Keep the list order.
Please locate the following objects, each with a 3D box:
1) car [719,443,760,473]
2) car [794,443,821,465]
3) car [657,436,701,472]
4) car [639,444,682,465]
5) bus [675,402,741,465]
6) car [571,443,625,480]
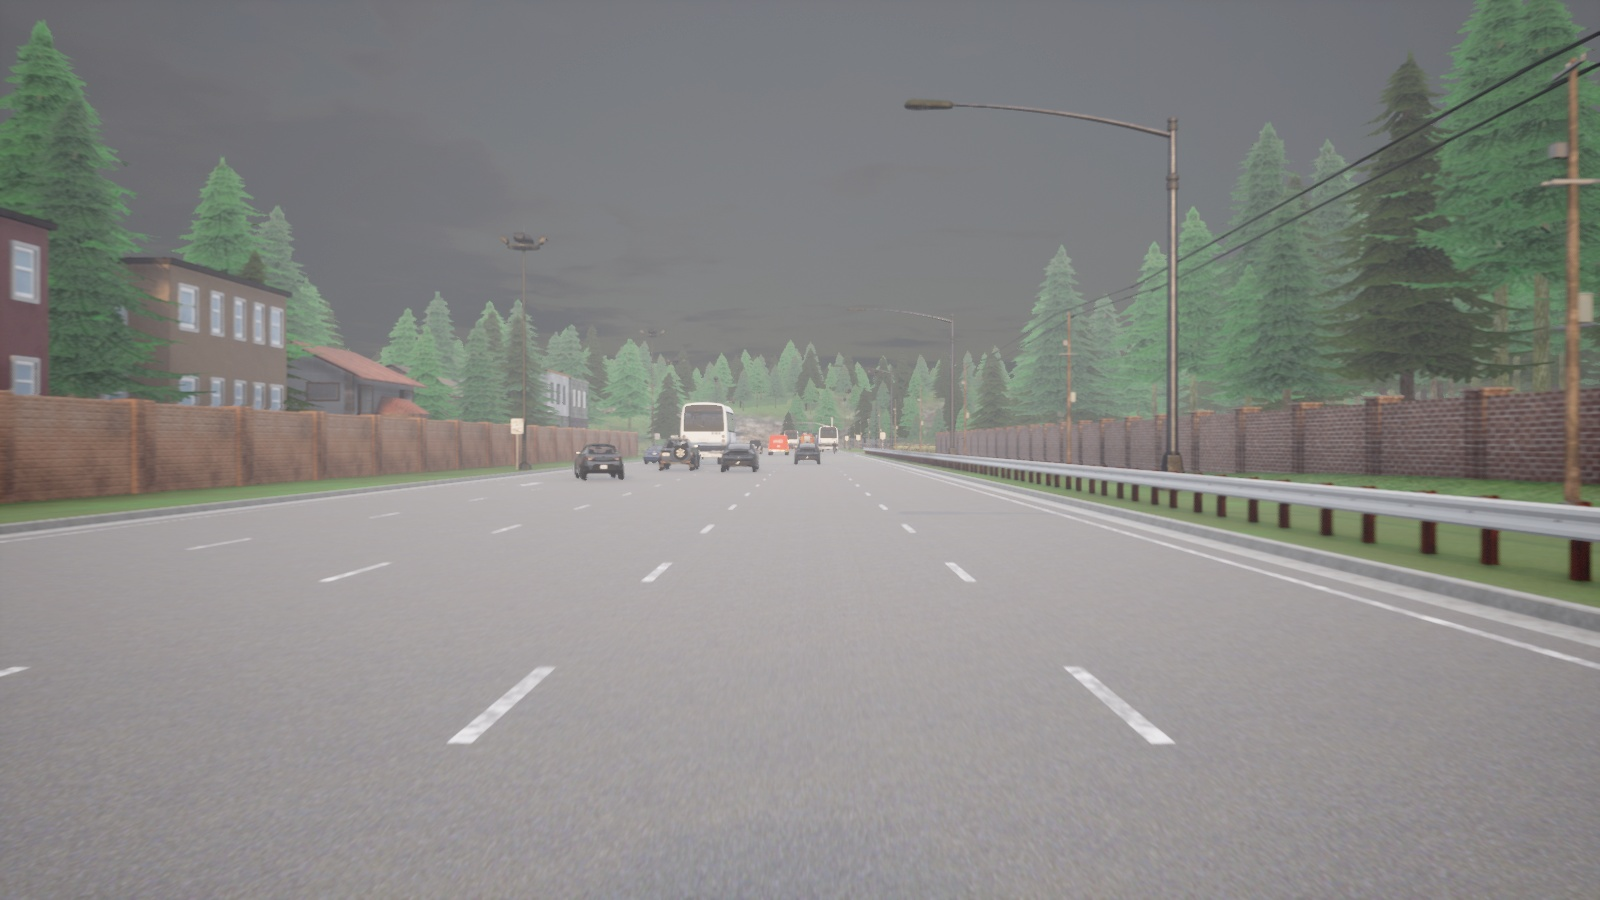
[{"bbox_3d":[-3.113,0.384,65.441,1.837,1.490,4.892,0,0,0],"label":"car"},{"bbox_3d":[0.516,0.260,88.325,1.837,1.490,4.892,0,0,0],"label":"car"},{"bbox_3d":[-6.596,0.178,68.725,1.932,1.855,4.605,0,1,0],"label":"car"},{"bbox_3d":[-9.866,0.288,89.308,2.033,1.411,5.357,0,0,5],"label":"car"},{"bbox_3d":[-6.473,-1.136,89.942,3.944,4.253,10.273,0,0,0],"label":"bus"},{"bbox_3d":[-8.441,0.462,52.251,1.816,1.474,4.193,0,0,-15],"label":"car"}]
